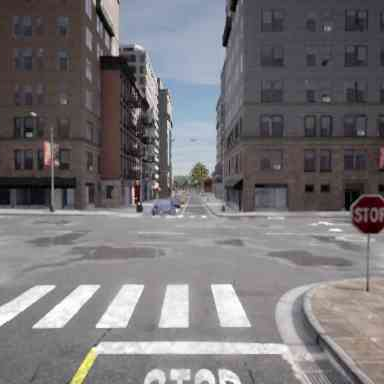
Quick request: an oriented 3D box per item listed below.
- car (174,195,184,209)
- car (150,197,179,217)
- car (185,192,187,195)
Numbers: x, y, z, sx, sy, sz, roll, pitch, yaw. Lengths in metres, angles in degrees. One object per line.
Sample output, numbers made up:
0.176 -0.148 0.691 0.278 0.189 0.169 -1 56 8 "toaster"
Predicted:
-2.471 1.534 45.406 2.033 1.411 5.357 0 0 0 "car"
-2.648 1.522 31.994 1.812 1.442 4.674 0 0 3 "car"
-2.402 1.316 57.653 2.097 1.767 4.553 0 0 1 "car"
